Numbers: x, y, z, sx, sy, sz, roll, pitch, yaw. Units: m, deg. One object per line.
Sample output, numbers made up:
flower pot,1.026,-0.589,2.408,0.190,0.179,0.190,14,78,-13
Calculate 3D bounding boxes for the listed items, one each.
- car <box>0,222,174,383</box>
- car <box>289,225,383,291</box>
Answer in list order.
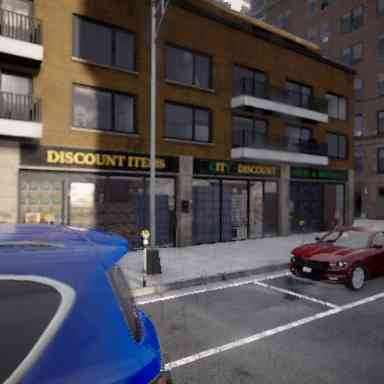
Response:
car,-2.666,1.214,1.052,5.566,2.045,2.150,1,-1,-35
car,4.629,1.651,9.310,4.507,1.381,1.887,1,-1,-35
